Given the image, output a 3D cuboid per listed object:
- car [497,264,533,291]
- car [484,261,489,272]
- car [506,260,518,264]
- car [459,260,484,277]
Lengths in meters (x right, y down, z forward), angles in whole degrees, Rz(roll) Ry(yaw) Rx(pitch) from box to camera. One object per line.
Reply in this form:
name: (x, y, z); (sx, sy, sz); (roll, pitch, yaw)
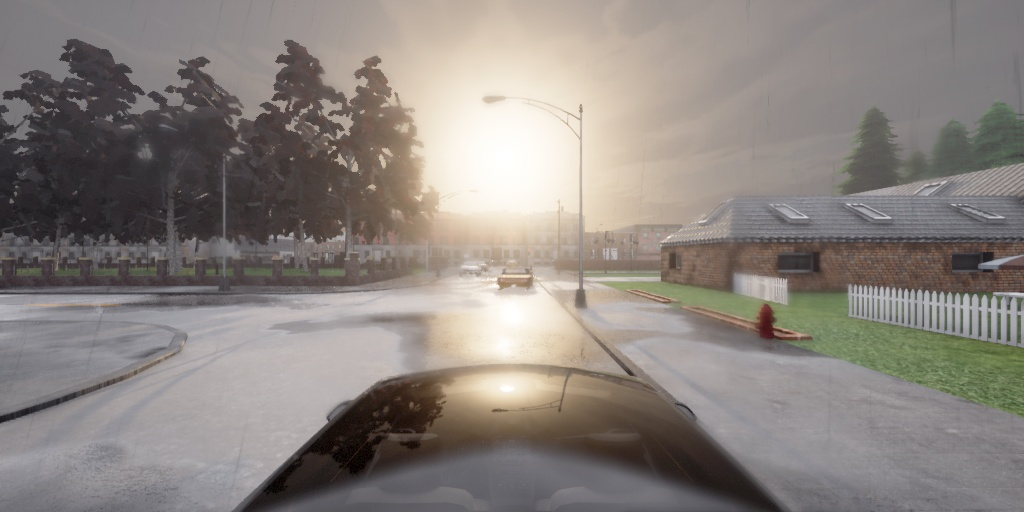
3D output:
car: (0.280, 1.351, 22.005); (1.895, 1.301, 4.718); (0, 0, 5)
car: (-4.049, 1.276, 45.463); (1.812, 1.442, 4.674); (0, 0, 0)
car: (-0.014, 1.276, 55.543); (1.812, 1.442, 4.674); (0, 0, -2)
car: (-4.079, 1.276, 35.663); (1.812, 1.442, 4.674); (0, 0, 0)
